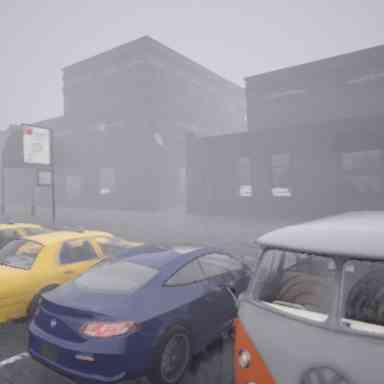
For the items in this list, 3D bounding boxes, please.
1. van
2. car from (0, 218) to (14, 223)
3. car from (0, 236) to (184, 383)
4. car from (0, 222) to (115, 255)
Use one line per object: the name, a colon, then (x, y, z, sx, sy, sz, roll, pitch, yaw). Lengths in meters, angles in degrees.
van: (2.011, 1.254, 3.692, 1.878, 1.987, 4.442, 0, 0, 36)
car: (-4.551, 1.468, 8.743, 1.946, 1.575, 5.366, 0, 0, 35)
car: (-0.169, 1.519, 5.387, 2.002, 1.452, 4.674, 0, 0, 35)
car: (-2.304, 1.473, 7.141, 1.946, 1.575, 5.366, 0, 0, 35)
